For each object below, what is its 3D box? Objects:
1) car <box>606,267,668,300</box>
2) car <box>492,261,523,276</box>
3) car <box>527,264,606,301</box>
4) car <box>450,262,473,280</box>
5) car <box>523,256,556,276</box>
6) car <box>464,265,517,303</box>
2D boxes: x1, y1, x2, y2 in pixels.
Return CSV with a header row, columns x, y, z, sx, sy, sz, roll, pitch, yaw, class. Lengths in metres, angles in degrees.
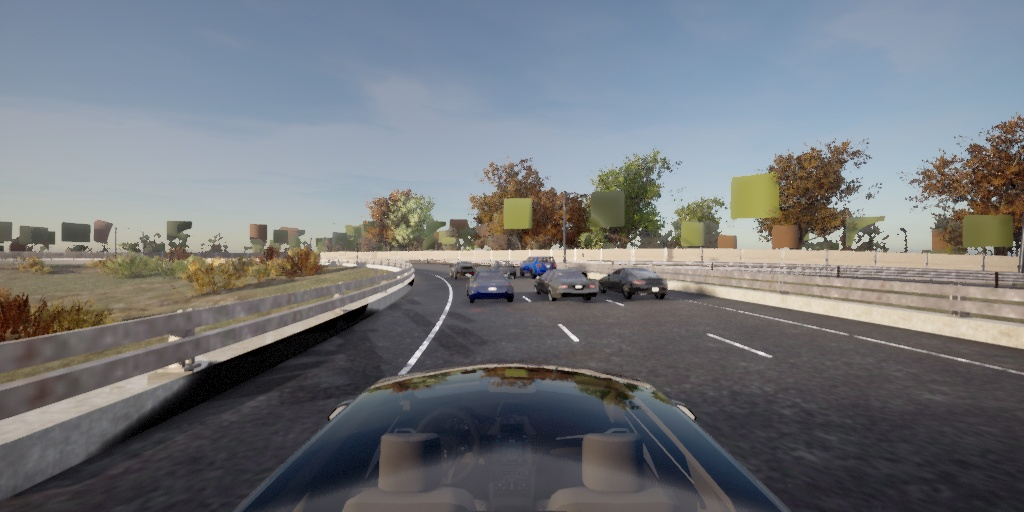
x,y,z,sx,sy,sz,roll,pitch,yaw,class
5.840,1.281,17.696,1.812,1.442,4.674,0,0,-8,car
-0.974,1.243,32.574,2.128,1.511,4.902,0,0,-16,car
2.376,1.311,17.197,2.033,1.411,5.357,0,0,-8,car
-4.332,1.265,31.586,1.837,1.490,4.892,0,0,-16,car
2.375,1.006,33.590,2.150,2.045,5.566,0,0,-16,car
-1.088,1.320,16.698,1.994,1.385,4.181,0,0,-8,car
